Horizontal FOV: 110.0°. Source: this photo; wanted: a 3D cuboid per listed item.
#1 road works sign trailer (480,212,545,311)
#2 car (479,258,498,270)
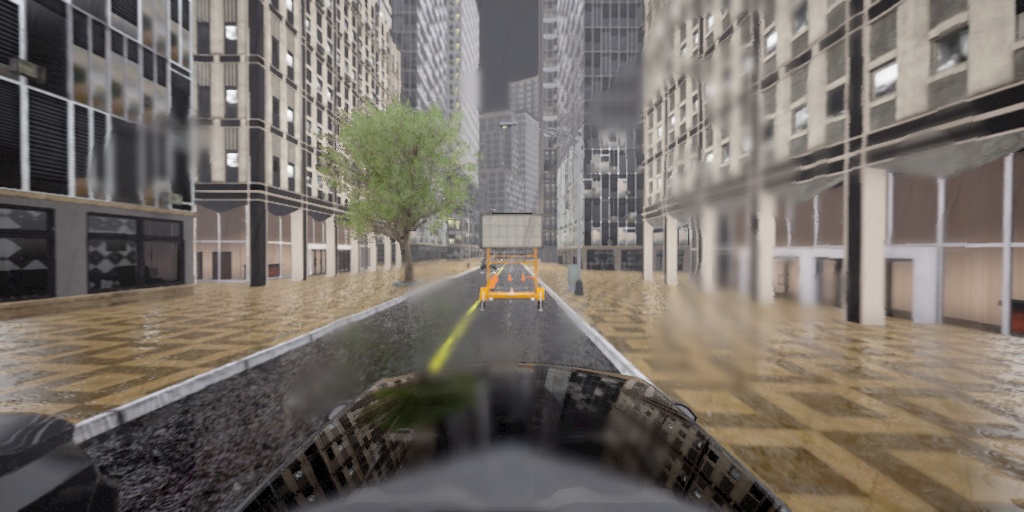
[{"bbox_3d":[0.003,0.119,13.833,2.380,3.560,2.880,0,0,0],"label":"road works sign trailer"},{"bbox_3d":[-2.817,0.955,43.988,1.837,1.490,4.892,0,0,0],"label":"car"}]
